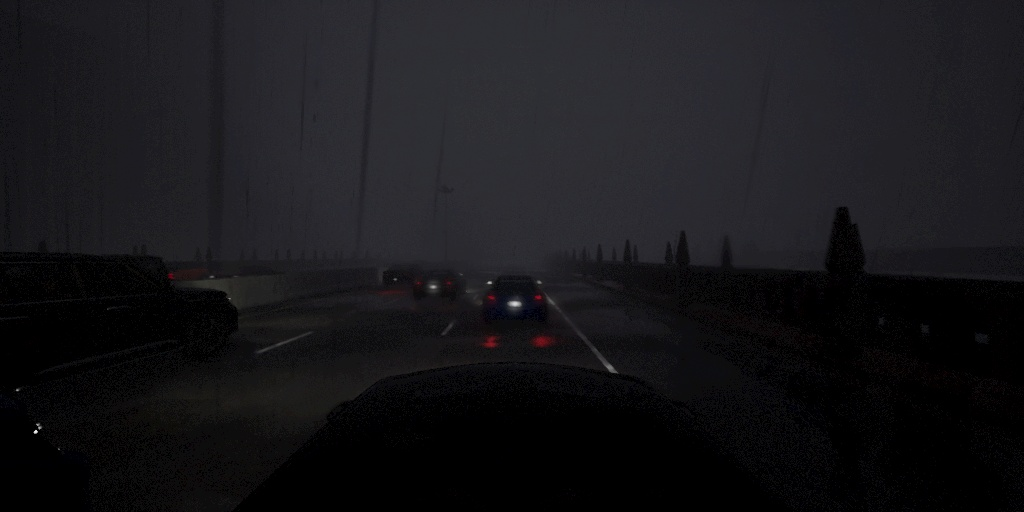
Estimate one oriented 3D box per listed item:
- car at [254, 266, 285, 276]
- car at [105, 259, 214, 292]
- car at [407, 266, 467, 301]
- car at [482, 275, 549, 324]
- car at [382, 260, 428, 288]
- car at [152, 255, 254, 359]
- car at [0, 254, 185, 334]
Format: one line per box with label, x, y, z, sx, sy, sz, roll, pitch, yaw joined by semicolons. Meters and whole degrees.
car;-17.599;1.349;24.055;1.895;1.301;4.718;0;0;0
car;-21.097;1.100;21.809;2.097;1.767;4.553;0;0;0
car;-3.403;1.313;17.514;1.994;1.385;4.181;0;0;0
car;0.097;1.313;11.980;1.994;1.385;4.181;0;0;0
car;-6.905;1.226;23.685;1.882;1.535;5.008;0;0;0
car;-6.901;0.971;5.234;2.150;2.045;5.566;0;0;0
car;-14.102;0.970;11.498;2.150;2.045;5.566;0;0;0
